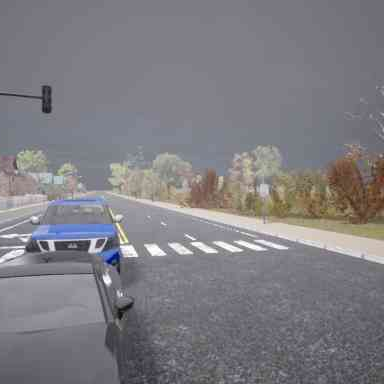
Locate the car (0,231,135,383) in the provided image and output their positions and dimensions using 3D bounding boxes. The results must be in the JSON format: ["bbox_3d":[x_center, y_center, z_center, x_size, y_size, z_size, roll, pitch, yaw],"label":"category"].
[{"bbox_3d":[-1.705,1.524,3.878,1.812,1.442,4.674,0,0,-13],"label":"car"}]

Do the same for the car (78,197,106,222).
[{"bbox_3d":[-8.202,1.338,27.498,2.097,1.767,4.553,0,0,-15],"label":"car"}]

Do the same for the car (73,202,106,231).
[{"bbox_3d":[-6.625,1.468,21.769,1.882,1.535,5.008,0,0,-16],"label":"car"}]

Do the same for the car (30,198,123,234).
[{"bbox_3d":[-3.363,1.218,9.962,2.150,2.045,5.566,0,0,-15],"label":"car"}]

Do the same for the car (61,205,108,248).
[{"bbox_3d":[-5.039,1.499,16.028,1.837,1.490,4.892,0,0,-15],"label":"car"}]
